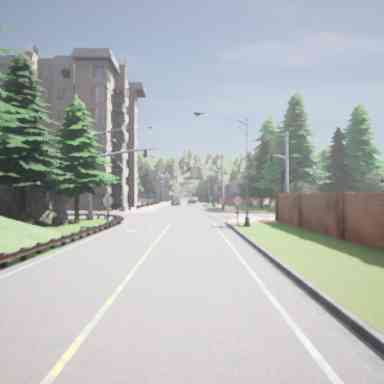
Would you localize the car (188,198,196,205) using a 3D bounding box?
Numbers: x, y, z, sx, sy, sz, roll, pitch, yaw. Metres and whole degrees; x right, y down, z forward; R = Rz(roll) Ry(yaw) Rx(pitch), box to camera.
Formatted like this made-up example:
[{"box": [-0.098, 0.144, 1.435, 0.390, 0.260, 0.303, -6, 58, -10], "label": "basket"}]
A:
[{"box": [0.012, 2.217, 78.485, 2.033, 1.411, 5.357, 0, -1, 0], "label": "car"}]

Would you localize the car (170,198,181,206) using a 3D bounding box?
[{"box": [-3.489, 2.142, 71.588, 2.097, 1.767, 4.553, 0, -1, 0], "label": "car"}]
